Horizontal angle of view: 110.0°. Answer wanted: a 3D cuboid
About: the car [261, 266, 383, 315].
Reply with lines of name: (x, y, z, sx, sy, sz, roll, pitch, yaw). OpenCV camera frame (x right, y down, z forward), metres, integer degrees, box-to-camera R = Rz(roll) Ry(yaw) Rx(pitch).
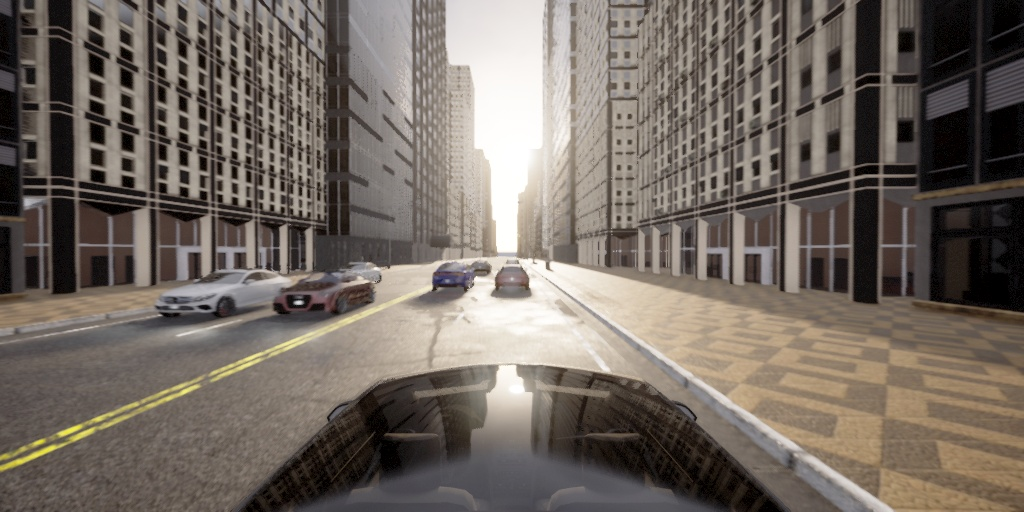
car: (-6.512, 1.224, 12.940, 1.994, 1.385, 4.181, 0, 0, 0)

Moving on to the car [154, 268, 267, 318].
car: (-9.763, 1.186, 12.709, 1.812, 1.442, 4.674, 0, 0, 0)

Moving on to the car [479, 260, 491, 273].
car: (-3.177, 1.049, 37.621, 1.994, 1.385, 4.181, 0, 0, 0)

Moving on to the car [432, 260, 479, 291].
car: (-3.233, 1.079, 20.523, 1.882, 1.535, 5.008, 0, 1, 0)

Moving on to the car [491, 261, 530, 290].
car: (0.016, 1.162, 21.006, 1.994, 1.385, 4.181, 0, 0, 0)

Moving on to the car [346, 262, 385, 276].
car: (-9.752, 1.111, 22.862, 1.812, 1.442, 4.674, 0, 0, 0)

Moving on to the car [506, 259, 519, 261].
car: (0.073, 1.007, 38.041, 1.812, 1.442, 4.674, 0, 1, 0)
